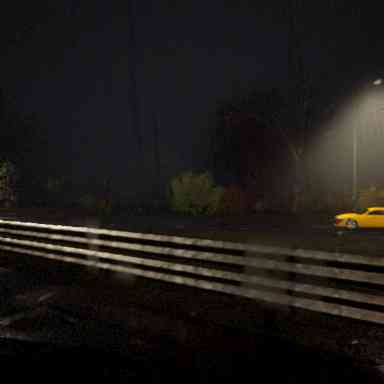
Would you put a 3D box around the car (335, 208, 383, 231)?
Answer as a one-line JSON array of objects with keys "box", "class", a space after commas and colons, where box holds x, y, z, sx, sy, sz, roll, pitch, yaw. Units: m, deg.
[{"box": [12.431, 1.819, 22.673, 5.008, 1.535, 1.882, 0, 0, 14], "class": "car"}]
